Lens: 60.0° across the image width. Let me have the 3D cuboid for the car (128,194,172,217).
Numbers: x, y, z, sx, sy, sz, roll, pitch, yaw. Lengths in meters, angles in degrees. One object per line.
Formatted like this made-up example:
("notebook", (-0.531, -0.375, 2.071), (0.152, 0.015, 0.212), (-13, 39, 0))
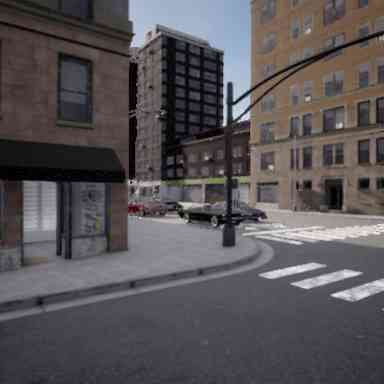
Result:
("car", (-3.967, 1.067, 28.000), (2.097, 1.767, 4.553), (0, 0, -35))

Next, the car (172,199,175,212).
("car", (-2.490, 1.280, 31.534), (1.994, 1.385, 4.181), (0, 0, -35))

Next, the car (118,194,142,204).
("car", (-10.133, 1.048, 54.020), (1.882, 1.535, 5.008), (0, 0, -35))

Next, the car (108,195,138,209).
("car", (-8.362, 1.163, 39.897), (1.812, 1.442, 4.674), (0, 0, -35))

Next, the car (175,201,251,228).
("car", (1.144, 1.381, 20.729), (1.895, 1.301, 4.718), (0, 0, -35))

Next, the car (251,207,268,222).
("car", (2.902, 1.333, 23.884), (2.033, 1.411, 5.357), (0, 0, -35))
